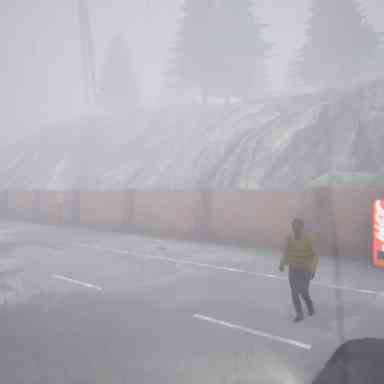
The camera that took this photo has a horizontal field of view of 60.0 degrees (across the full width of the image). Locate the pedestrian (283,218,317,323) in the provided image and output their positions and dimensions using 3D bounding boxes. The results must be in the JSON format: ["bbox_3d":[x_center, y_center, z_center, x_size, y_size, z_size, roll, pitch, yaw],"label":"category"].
[{"bbox_3d":[1.882,1.294,5.775,0.375,1.860,0.375,0,0,37],"label":"pedestrian"}]

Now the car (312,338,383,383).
[{"bbox_3d":[3.173,1.547,1.311,5.357,1.411,2.033,0,0,38],"label":"car"}]
